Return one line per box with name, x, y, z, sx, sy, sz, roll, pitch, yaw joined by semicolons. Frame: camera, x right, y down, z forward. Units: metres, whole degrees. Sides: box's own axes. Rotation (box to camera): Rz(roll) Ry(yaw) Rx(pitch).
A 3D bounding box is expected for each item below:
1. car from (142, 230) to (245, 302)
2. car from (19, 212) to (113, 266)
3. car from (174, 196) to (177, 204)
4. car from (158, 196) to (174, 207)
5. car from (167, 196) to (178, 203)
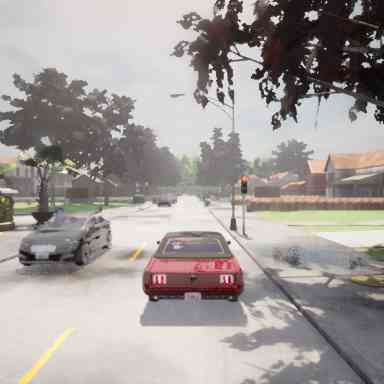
car;0.042;1.601;8.226;1.895;1.301;4.718;0;0;1
car;-4.113;1.491;11.569;2.128;1.511;4.902;0;0;0
car;-4.135;1.563;60.843;1.994;1.385;4.181;0;0;0
car;-4.154;1.601;50.852;1.895;1.301;4.718;0;0;0
car;-4.080;1.540;71.205;2.033;1.411;5.357;0;0;0
